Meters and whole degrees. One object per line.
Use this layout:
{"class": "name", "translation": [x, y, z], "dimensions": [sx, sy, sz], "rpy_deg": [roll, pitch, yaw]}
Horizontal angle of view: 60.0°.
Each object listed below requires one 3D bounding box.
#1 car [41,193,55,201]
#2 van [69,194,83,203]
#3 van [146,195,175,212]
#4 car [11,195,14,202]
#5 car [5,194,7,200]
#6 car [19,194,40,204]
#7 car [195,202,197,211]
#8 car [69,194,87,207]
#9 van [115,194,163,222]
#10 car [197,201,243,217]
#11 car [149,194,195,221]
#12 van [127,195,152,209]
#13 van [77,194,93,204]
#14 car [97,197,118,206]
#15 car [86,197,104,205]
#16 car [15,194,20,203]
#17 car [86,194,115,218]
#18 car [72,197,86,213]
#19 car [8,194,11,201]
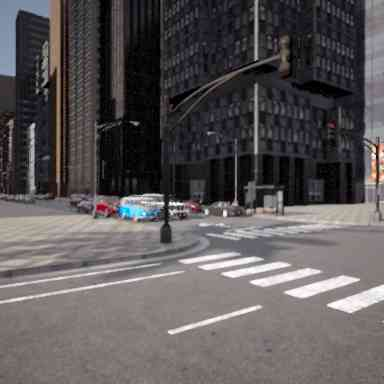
{"class": "car", "translation": [-36.760, 1.286, 85.975], "dimensions": [2.192, 1.841, 5.009], "rpy_deg": [0, 0, -35]}
{"class": "van", "translation": [-23.576, 1.312, 67.484], "dimensions": [1.690, 1.788, 3.998], "rpy_deg": [0, 0, -35]}
{"class": "van", "translation": [-3.799, 1.316, 39.748], "dimensions": [1.690, 1.788, 3.998], "rpy_deg": [0, 0, -35]}
{"class": "car", "translation": [-37.009, 1.477, 71.639], "dimensions": [1.752, 1.417, 4.829], "rpy_deg": [0, 0, -35]}
{"class": "car", "translation": [-43.601, 1.477, 80.884], "dimensions": [1.752, 1.417, 4.829], "rpy_deg": [0, 0, -35]}
{"class": "car", "translation": [-30.516, 1.502, 62.533], "dimensions": [2.008, 1.369, 4.403], "rpy_deg": [0, 0, -35]}
{"class": "car", "translation": [-0.503, 1.560, 35.125], "dimensions": [1.802, 1.307, 4.206], "rpy_deg": [0, 0, -35]}
{"class": "car", "translation": [-15.371, 1.435, 45.931], "dimensions": [1.882, 1.535, 5.008], "rpy_deg": [0, 0, -35]}
{"class": "van", "translation": [-4.147, 1.305, 25.552], "dimensions": [1.690, 1.788, 3.998], "rpy_deg": [0, 0, -35]}
{"class": "car", "translation": [2.793, 1.533, 30.502], "dimensions": [2.008, 1.369, 4.403], "rpy_deg": [0, 0, -35]}
{"class": "car", "translation": [-2.438, 1.190, 27.739], "dimensions": [2.150, 2.045, 5.566], "rpy_deg": [0, 0, -35]}
{"class": "van", "translation": [-7.095, 1.313, 44.370], "dimensions": [1.690, 1.788, 3.998], "rpy_deg": [0, 0, -35]}
{"class": "van", "translation": [-20.280, 1.312, 62.861], "dimensions": [1.690, 1.788, 3.998], "rpy_deg": [0, 0, -35]}
{"class": "car", "translation": [-13.688, 1.552, 53.615], "dimensions": [1.802, 1.307, 4.206], "rpy_deg": [0, 0, -35]}
{"class": "car", "translation": [-16.984, 1.552, 58.238], "dimensions": [1.802, 1.307, 4.206], "rpy_deg": [0, 0, -35]}
{"class": "car", "translation": [-33.812, 1.392, 67.156], "dimensions": [1.967, 1.590, 4.097], "rpy_deg": [0, 0, -35]}
{"class": "car", "translation": [-7.443, 1.274, 30.175], "dimensions": [2.192, 1.841, 5.009], "rpy_deg": [0, 0, -35]}
{"class": "car", "translation": [-10.740, 1.538, 34.797], "dimensions": [1.802, 1.307, 4.206], "rpy_deg": [0, 0, -35]}
{"class": "car", "translation": [-40.404, 1.518, 76.401], "dimensions": [1.947, 1.339, 4.313], "rpy_deg": [0, 0, -35]}
